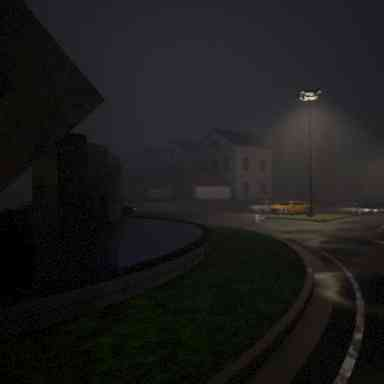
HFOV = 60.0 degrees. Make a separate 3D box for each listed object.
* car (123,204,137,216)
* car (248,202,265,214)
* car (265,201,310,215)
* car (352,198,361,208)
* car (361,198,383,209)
[{"bbox_3d":[-8.113,1.956,34.105,4.902,1.511,2.128,-1,-1,6],"label":"car"},{"bbox_3d":[9.035,1.864,40.264,4.674,1.442,1.812,0,-1,-27],"label":"car"},{"bbox_3d":[11.132,1.762,37.472,5.008,1.535,1.882,0,-1,-27],"label":"car"},{"bbox_3d":[27.258,1.764,52.969,4.902,1.511,2.128,0,-1,-38],"label":"car"},{"bbox_3d":[26.833,1.789,48.218,4.181,1.385,1.994,0,-1,-38],"label":"car"}]
